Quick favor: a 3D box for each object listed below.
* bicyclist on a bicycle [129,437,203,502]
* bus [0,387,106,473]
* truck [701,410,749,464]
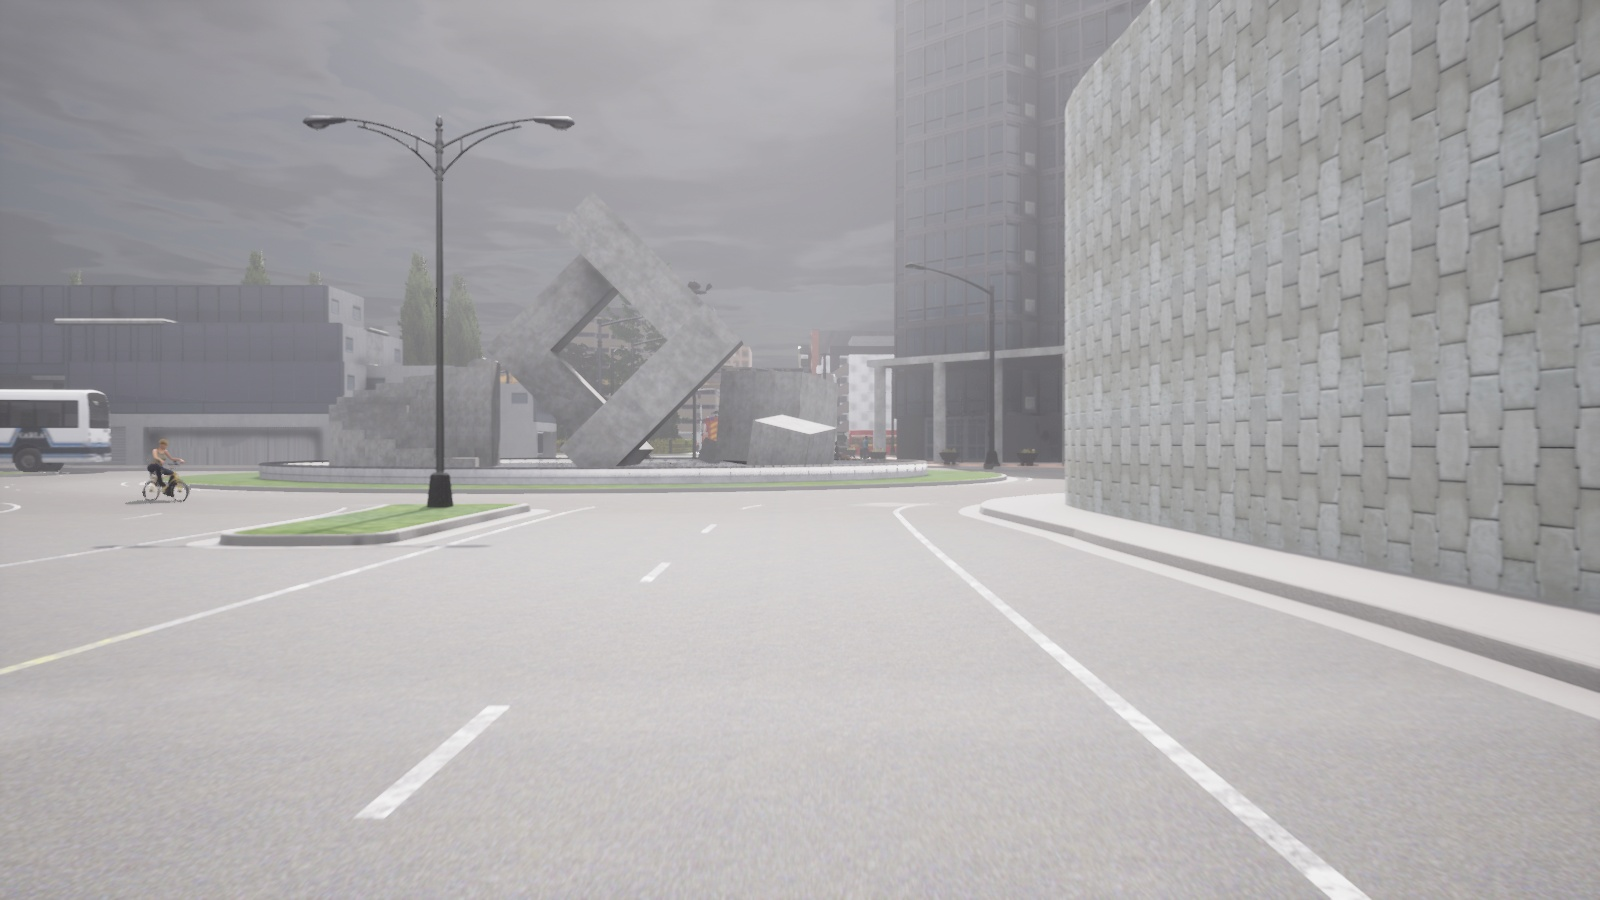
[{"bbox_3d":[-16.096,0.490,31.898,1.509,1.612,0.866,0,-1,20],"label":"bicyclist on a bicycle"},{"bbox_3d":[-41.499,-1.022,63.697,10.273,4.253,3.944,0,0,-9],"label":"bus"},{"bbox_3d":[-5.678,-0.951,93.551,2.891,3.827,8.468,0,0,-8],"label":"truck"}]
